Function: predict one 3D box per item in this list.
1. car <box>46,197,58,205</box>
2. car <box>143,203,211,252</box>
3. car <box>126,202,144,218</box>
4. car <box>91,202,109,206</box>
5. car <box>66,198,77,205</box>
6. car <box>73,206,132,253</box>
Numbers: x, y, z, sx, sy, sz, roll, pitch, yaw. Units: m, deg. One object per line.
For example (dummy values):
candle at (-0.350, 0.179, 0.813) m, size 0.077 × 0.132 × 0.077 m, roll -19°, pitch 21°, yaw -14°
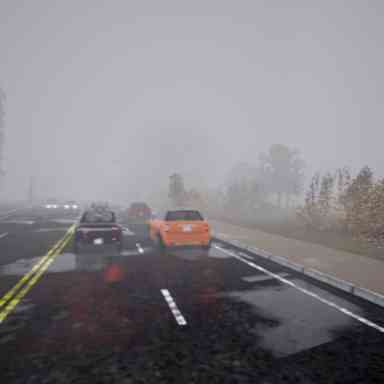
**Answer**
car at (-25.763, 1.610, 61.383) m, size 2.128 × 1.511 × 4.902 m, roll 1°, pitch 0°, yaw -20°
car at (-0.716, 1.449, 14.725) m, size 2.097 × 1.767 × 4.553 m, roll 1°, pitch -1°, yaw -15°
car at (-4.870, 1.629, 29.717) m, size 1.882 × 1.535 × 5.008 m, roll 1°, pitch 0°, yaw -16°
car at (-7.935, 1.600, 28.615) m, size 2.128 × 1.511 × 4.902 m, roll 1°, pitch 0°, yaw -16°
car at (-22.894, 1.743, 63.033) m, size 1.895 × 1.301 × 4.718 m, roll 1°, pitch 0°, yaw -20°
car at (-3.915, 1.549, 14.113) m, size 2.128 × 1.511 × 4.902 m, roll 1°, pitch 0°, yaw -14°
